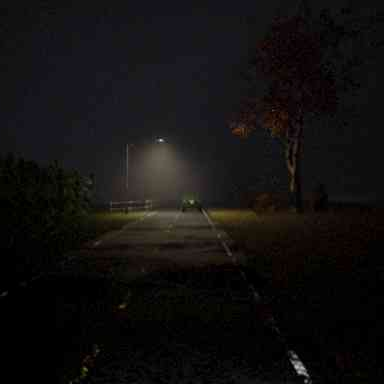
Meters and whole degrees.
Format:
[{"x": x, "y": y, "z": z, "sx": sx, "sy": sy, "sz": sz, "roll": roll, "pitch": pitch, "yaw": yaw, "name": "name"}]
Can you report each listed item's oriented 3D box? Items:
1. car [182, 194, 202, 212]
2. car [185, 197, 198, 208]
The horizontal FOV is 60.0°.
[{"x": 0.000, "y": 1.222, "z": 38.246, "sx": 2.150, "sy": 2.045, "sz": 5.566, "roll": 0, "pitch": 0, "yaw": 0, "name": "car"}, {"x": 0.012, "y": 1.518, "z": 49.571, "sx": 1.837, "sy": 1.490, "sz": 4.892, "roll": 0, "pitch": 0, "yaw": 0, "name": "car"}]
